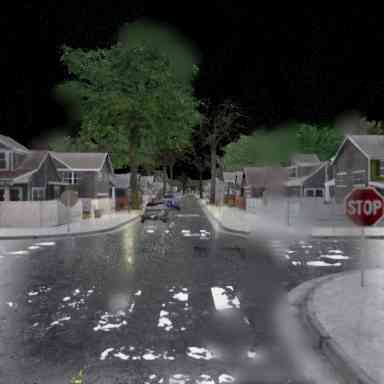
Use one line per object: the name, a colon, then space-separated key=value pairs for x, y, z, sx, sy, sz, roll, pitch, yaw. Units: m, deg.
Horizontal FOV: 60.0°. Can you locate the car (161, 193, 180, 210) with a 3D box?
car: x=-2.756 y=1.216 z=42.992 sx=2.150 sy=2.045 sz=5.566 roll=0 pitch=1 yaw=0

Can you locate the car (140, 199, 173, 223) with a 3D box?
car: x=-2.766 y=1.505 z=25.503 sx=1.837 sy=1.490 sz=4.892 roll=0 pitch=0 yaw=0
